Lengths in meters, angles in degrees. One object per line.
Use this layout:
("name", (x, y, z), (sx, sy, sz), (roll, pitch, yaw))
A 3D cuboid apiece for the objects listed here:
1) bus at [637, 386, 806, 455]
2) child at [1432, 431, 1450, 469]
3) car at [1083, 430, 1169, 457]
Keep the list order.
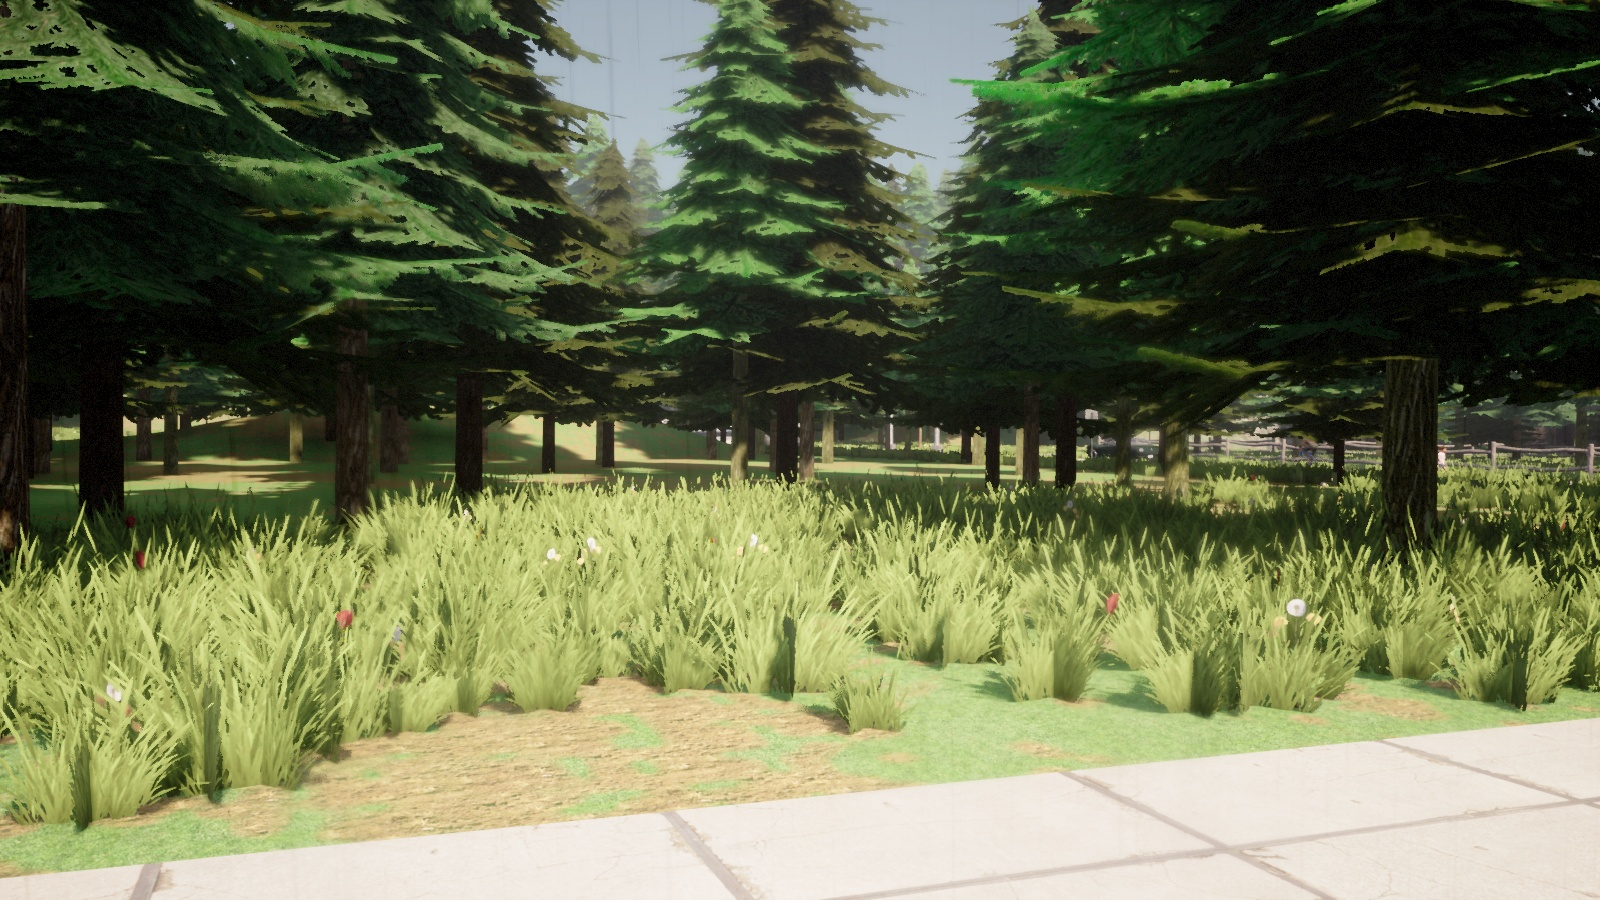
("bus", (-5.039, -1.881, 81.764), (10.273, 4.253, 3.944), (0, 1, 12))
("child", (18.778, -0.005, 36.768), (0.255, 1.110, 0.394), (-1, 1, -37))
("car", (16.733, -0.362, 64.693), (1.895, 1.301, 4.718), (-1, 1, -20))
